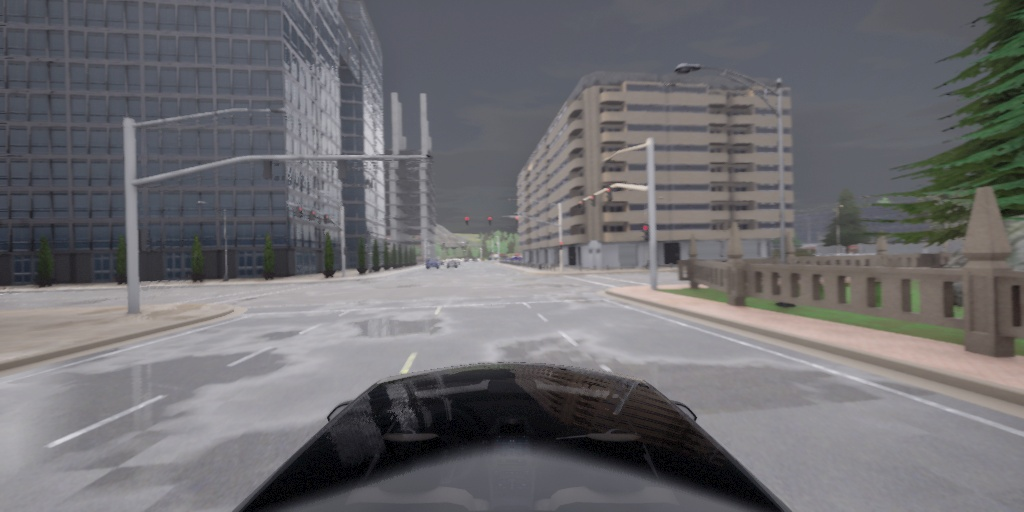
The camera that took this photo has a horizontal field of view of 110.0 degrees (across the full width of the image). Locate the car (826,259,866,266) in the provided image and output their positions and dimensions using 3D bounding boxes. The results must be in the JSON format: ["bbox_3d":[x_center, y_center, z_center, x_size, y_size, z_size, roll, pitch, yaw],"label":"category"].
[{"bbox_3d":[31.749,0.623,33.767,4.718,1.301,1.895,-1,0,-7],"label":"car"}]
